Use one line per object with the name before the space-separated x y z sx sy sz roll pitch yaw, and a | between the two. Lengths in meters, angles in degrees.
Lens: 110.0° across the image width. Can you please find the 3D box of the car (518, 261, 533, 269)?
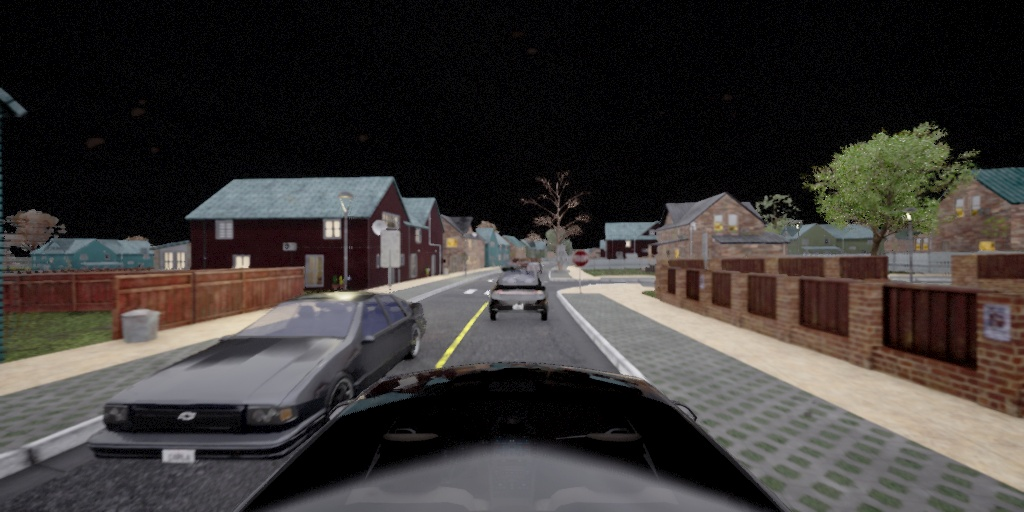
car | 2.311 1.462 60.292 1.895 1.301 4.718 0 0 10

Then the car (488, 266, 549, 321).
car | 0.281 1.264 12.630 2.128 1.511 4.902 0 0 3

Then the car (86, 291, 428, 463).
car | -2.778 1.303 5.686 2.033 1.411 5.357 0 0 1

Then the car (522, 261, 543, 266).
car | 2.744 1.381 43.375 2.033 1.411 5.357 0 0 7

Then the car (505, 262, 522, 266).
car | -0.169 1.428 43.688 1.895 1.301 4.718 0 0 7
